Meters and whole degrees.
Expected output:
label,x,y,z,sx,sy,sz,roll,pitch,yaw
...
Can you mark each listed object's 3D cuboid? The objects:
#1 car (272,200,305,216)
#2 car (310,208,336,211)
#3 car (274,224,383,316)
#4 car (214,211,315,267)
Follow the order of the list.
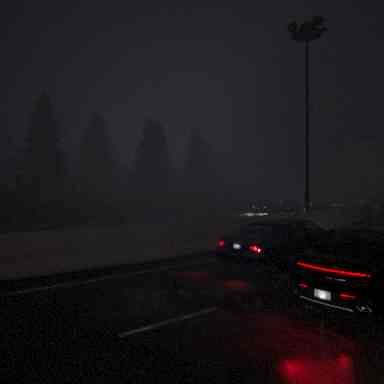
label,x,y,z,sx,sy,sz,roll,pitch,yaw
car,9.988,1.598,34.181,1.812,1.442,4.674,0,0,36
car,11.844,1.663,30.782,1.895,1.301,4.718,0,0,37
car,4.100,1.519,7.285,4.892,1.490,1.837,0,0,-40
car,3.135,1.571,10.963,5.357,1.411,2.033,0,0,-41
